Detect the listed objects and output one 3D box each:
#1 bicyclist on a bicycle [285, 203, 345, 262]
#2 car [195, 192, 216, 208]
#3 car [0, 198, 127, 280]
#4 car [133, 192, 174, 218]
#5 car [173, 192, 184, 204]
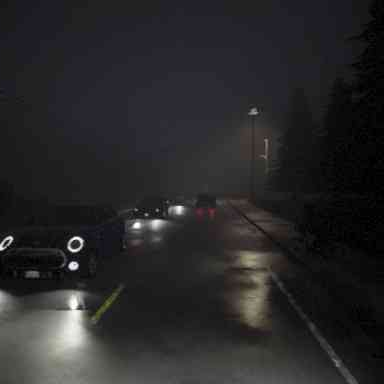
[{"bbox_3d":[3.362,1.116,9.137,1.656,1.620,0.582,-2,1,2],"label":"bicyclist on a bicycle"},{"bbox_3d":[1.362,0.717,32.597,2.128,1.511,4.902,0,1,2],"label":"car"},{"bbox_3d":[-3.291,1.101,9.280,2.097,1.767,4.553,0,1,2],"label":"car"},{"bbox_3d":[-2.711,0.965,23.347,2.033,1.411,5.357,0,1,2],"label":"car"},{"bbox_3d":[-1.999,0.711,38.549,1.895,1.301,4.718,0,1,2],"label":"car"}]
